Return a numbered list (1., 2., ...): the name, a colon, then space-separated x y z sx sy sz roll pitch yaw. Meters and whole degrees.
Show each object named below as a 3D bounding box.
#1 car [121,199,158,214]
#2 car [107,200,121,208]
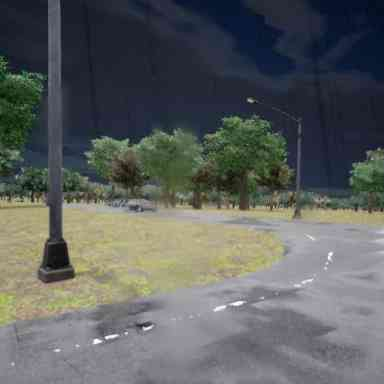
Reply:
1. car: -5.366 1.479 34.959 1.837 1.490 4.892 4 -3 -35
2. car: -13.425 2.085 58.753 1.812 1.442 4.674 4 -3 -35
